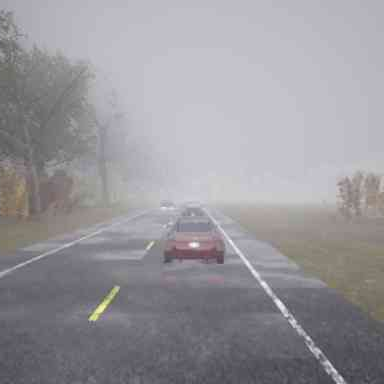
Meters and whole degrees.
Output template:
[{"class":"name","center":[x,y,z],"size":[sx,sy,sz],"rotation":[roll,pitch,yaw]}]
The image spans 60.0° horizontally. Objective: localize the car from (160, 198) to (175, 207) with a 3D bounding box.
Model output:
[{"class":"car","center":[-3.582,1.534,49.564],"size":[1.994,1.385,4.181],"rotation":[0,0,0]}]

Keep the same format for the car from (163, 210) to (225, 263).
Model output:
[{"class":"car","center":[0.073,1.560,12.023],"size":[1.994,1.385,4.181],"rotation":[0,0,0]}]

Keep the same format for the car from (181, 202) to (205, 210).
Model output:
[{"class":"car","center":[0.073,1.513,27.560],"size":[1.812,1.442,4.674],"rotation":[0,0,0]}]
